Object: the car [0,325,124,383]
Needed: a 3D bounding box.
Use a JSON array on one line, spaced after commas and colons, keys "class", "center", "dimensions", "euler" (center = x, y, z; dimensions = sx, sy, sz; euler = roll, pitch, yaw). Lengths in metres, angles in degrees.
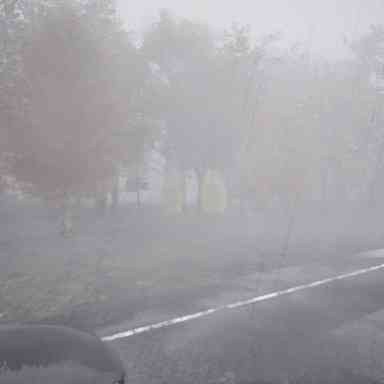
[{"class": "car", "center": [-2.652, 1.525, 1.853], "dimensions": [4.674, 1.442, 1.812], "euler": [0, 0, -35]}]
